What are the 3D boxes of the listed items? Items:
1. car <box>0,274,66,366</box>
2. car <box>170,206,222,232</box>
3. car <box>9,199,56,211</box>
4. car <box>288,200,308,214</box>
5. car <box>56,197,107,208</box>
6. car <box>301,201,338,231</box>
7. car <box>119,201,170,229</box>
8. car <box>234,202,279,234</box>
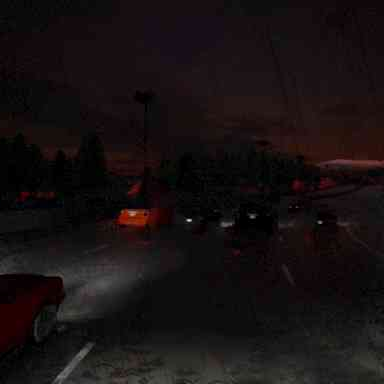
[{"bbox_3d":[-3.153,1.589,3.432,1.895,1.301,4.718,0,0,4],"label":"car"},{"bbox_3d":[0.503,1.559,20.473,1.994,1.385,4.181,0,0,19],"label":"car"},{"bbox_3d":[-14.396,1.421,30.860,1.882,1.535,5.008,0,0,23],"label":"car"},{"bbox_3d":[11.687,1.575,35.161,2.033,1.411,5.357,0,0,31],"label":"car"},{"bbox_3d":[-10.167,1.309,31.800,2.097,1.767,4.553,0,0,25],"label":"car"},{"bbox_3d":[8.187,1.546,21.102,1.812,1.442,4.674,0,0,22],"label":"car"},{"bbox_3d":[-2.806,1.336,21.561,2.097,1.767,4.553,0,0,19],"label":"car"},{"bbox_3d":[3.930,1.359,19.699,2.097,1.767,4.553,0,0,19],"label":"car"}]
